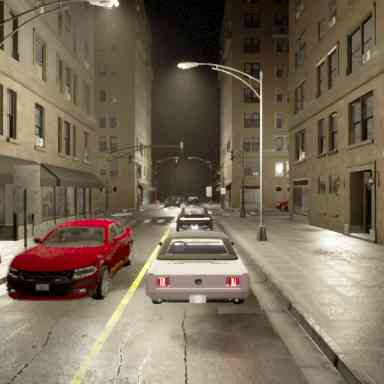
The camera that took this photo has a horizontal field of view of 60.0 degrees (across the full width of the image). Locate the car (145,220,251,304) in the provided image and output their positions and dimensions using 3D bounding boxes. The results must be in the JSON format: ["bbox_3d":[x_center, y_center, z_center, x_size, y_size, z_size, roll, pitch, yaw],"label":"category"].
[{"bbox_3d":[0.106,1.602,8.074,1.895,1.301,4.718,0,0,0],"label":"car"}]

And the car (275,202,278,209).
[{"bbox_3d":[12.274,1.354,38.536,5.009,1.841,2.192,0,0,0],"label":"car"}]

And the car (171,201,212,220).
[{"bbox_3d":[0.109,1.499,18.295,2.128,1.511,4.902,0,0,-1],"label":"car"}]

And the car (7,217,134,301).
[{"bbox_3d":[-2.748,1.479,8.606,1.882,1.535,5.008,0,0,0],"label":"car"}]

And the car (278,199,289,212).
[{"bbox_3d":[12.243,1.533,35.999,4.892,1.490,1.837,0,0,0],"label":"car"}]

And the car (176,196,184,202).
[{"bbox_3d":[-2.734,1.616,77.946,1.812,1.442,4.674,0,0,0],"label":"car"}]

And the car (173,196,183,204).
[{"bbox_3d":[-2.754,1.583,67.658,1.837,1.490,4.892,0,0,1],"label":"car"}]

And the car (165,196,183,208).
[{"bbox_3d":[-2.834,1.398,48.979,2.097,1.767,4.553,0,0,0],"label":"car"}]

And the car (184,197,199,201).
[{"bbox_3d":[0.174,1.548,55.774,2.128,1.511,4.902,0,0,-1],"label":"car"}]
